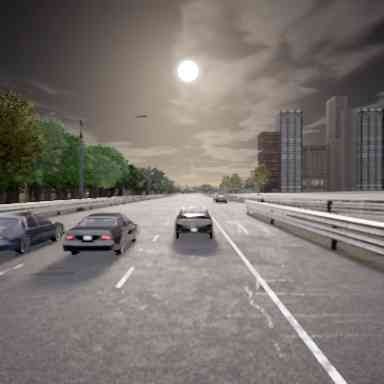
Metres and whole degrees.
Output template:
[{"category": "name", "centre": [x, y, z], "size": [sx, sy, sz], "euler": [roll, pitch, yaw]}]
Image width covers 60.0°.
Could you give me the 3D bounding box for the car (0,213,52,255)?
[{"category": "car", "centre": [-6.898, 1.540, 13.296], "size": [2.033, 1.411, 5.357], "euler": [0, 0, 0]}]

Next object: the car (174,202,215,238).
[{"category": "car", "centre": [0.099, 1.480, 17.402], "size": [2.128, 1.511, 4.902], "euler": [0, 0, 0]}]

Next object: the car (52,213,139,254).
[{"category": "car", "centre": [-3.399, 1.540, 13.333], "size": [2.033, 1.411, 5.357], "euler": [0, 0, 0]}]

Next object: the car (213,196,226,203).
[{"category": "car", "centre": [5.443, 1.468, 66.382], "size": [2.163, 1.488, 4.792], "euler": [0, 0, -7]}]
